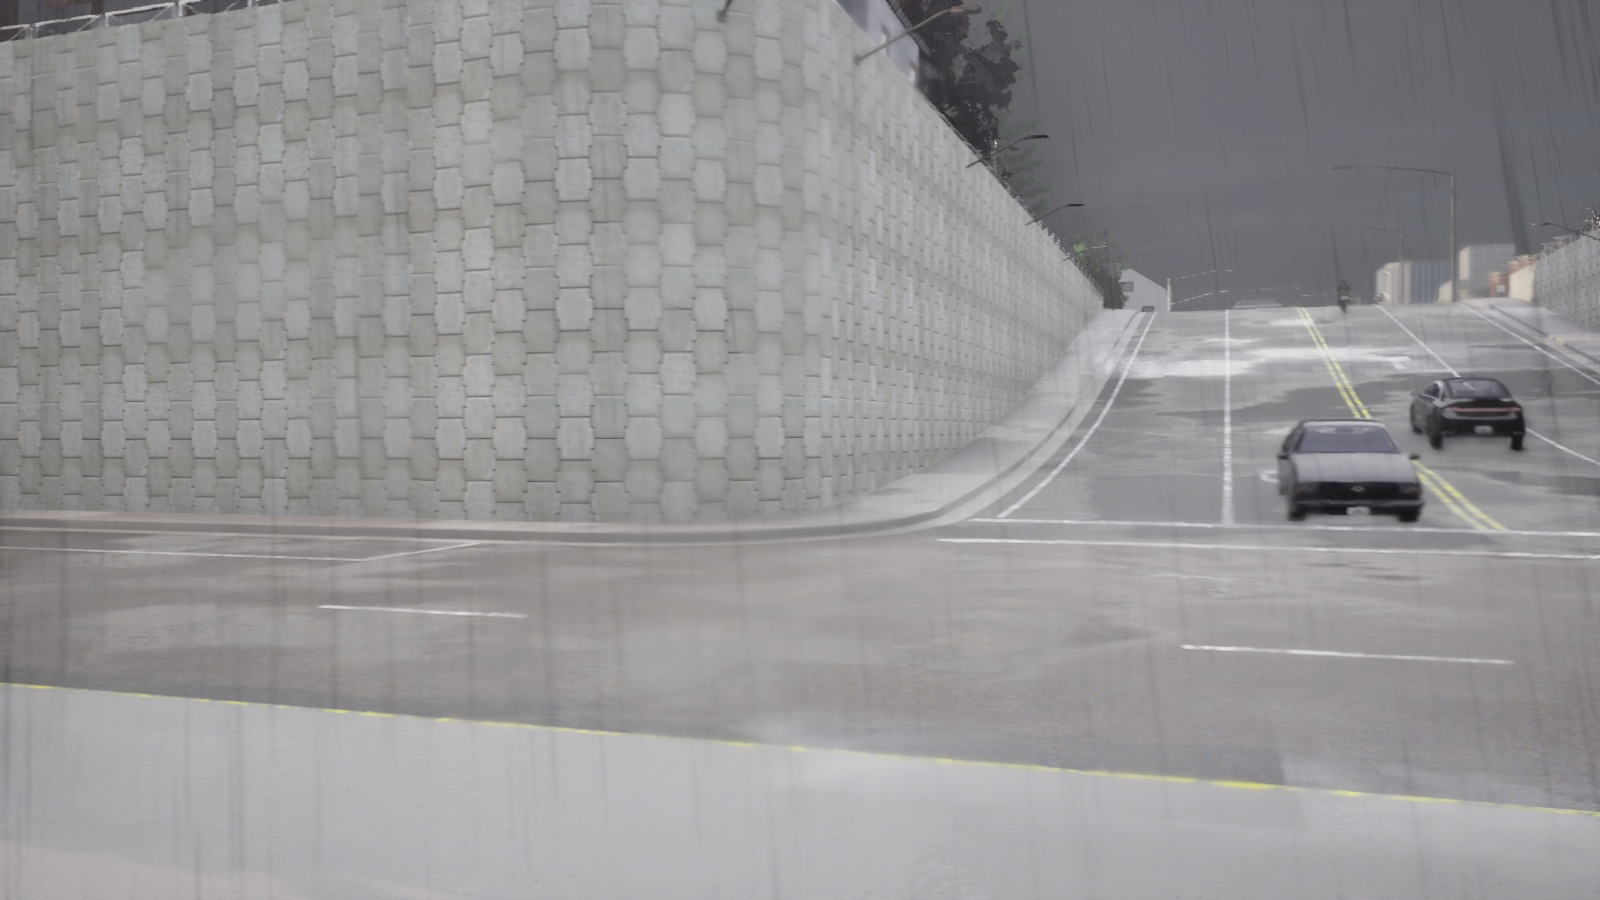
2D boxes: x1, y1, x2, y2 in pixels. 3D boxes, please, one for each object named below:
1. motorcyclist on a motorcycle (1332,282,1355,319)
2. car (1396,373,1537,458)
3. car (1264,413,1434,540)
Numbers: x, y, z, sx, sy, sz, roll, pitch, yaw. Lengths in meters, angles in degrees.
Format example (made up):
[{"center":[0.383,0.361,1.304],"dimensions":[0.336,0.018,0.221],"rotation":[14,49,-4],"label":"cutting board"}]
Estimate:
[{"center":[25.794,-7.100,59.632],"dimensions":[0.797,1.523,2.044],"rotation":[1,12,19],"label":"motorcyclist on a motorcycle"},{"center":[15.549,-0.893,29.588],"dimensions":[2.128,1.511,4.902],"rotation":[1,8,19],"label":"car"},{"center":[8.699,0.290,20.344],"dimensions":[2.033,1.411,5.357],"rotation":[1,6,19],"label":"car"}]
